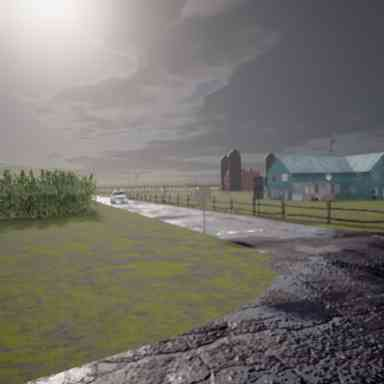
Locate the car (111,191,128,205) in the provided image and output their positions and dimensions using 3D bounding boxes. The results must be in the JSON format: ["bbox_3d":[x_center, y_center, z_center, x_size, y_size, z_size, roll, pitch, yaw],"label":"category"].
[{"bbox_3d":[-11.978,0.921,54.444,2.150,2.045,5.566,-2,1,-21],"label":"car"}]
